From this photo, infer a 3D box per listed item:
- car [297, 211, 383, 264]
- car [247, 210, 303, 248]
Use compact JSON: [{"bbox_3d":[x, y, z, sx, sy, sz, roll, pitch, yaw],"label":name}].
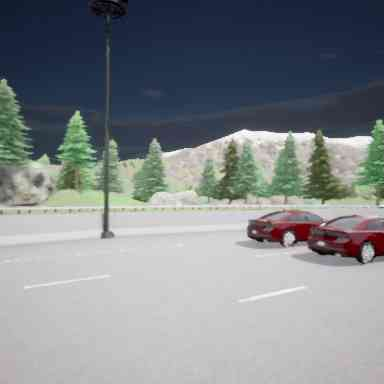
[{"bbox_3d":[6.486,1.569,12.117,5.008,1.535,1.882,0,0,-27],"label":"car"},{"bbox_3d":[4.864,1.562,15.219,5.008,1.535,1.882,0,0,-27],"label":"car"}]
